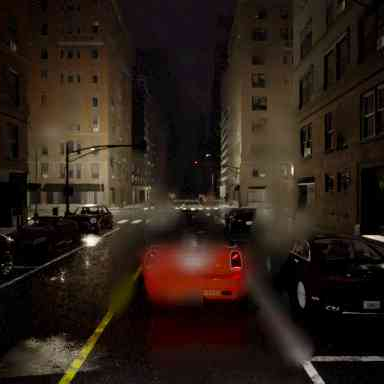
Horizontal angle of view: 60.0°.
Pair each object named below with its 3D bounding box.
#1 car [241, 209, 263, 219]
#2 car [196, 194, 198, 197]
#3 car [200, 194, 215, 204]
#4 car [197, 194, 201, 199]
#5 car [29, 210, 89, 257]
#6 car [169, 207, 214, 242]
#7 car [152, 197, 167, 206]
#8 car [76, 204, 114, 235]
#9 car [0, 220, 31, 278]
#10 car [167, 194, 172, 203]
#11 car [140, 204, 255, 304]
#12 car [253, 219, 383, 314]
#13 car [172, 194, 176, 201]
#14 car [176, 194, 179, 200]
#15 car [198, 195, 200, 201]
[{"bbox_3d":[2.836,1.566,18.450,1.947,1.339,4.313,0,0,0],"label":"car"},{"bbox_3d":[2.848,1.559,87.994,1.967,1.590,4.097,0,0,0],"label":"car"},{"bbox_3d":[2.827,1.475,55.540,1.967,1.590,4.097,0,0,0],"label":"car"},{"bbox_3d":[2.841,1.523,77.176,1.967,1.590,4.097,0,0,0],"label":"car"},{"bbox_3d":[-5.684,1.582,12.939,1.802,1.307,4.206,0,0,0],"label":"car"},{"bbox_3d":[-0.015,1.564,16.963,1.994,1.385,4.181,0,0,0],"label":"car"},{"bbox_3d":[-5.697,1.617,55.544,1.802,1.307,4.206,0,0,0],"label":"car"},{"bbox_3d":[-5.690,1.440,18.441,1.967,1.590,4.097,0,0,0],"label":"car"},{"bbox_3d":[-5.677,1.566,7.438,1.947,1.339,4.313,0,0,0],"label":"car"},{"bbox_3d":[-5.690,1.606,66.361,2.008,1.369,4.403,0,0,0],"label":"car"},{"bbox_3d":[0.054,1.352,8.309,2.097,1.767,4.553,0,0,0],"label":"car"},{"bbox_3d":[2.848,1.550,7.448,2.008,1.369,4.403,0,0,0],"label":"car"},{"bbox_3d":[-5.680,1.625,82.416,1.752,1.417,4.829,0,0,0],"label":"car"},{"bbox_3d":[-5.673,1.455,93.404,2.192,1.841,5.009,0,0,0],"label":"car"},{"bbox_3d":[2.835,1.605,66.358,2.008,1.369,4.403,0,0,0],"label":"car"}]
